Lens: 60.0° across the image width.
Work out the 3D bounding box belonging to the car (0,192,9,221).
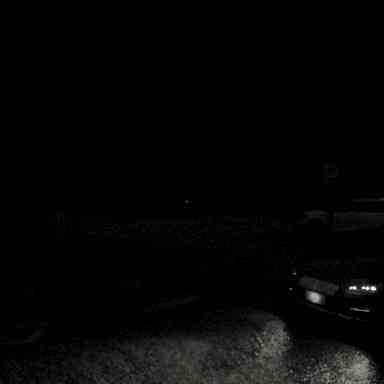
[{"bbox_3d":[-15.901,0.993,22.568,2.435,2.045,5.566,1,0,34],"label":"car"}]

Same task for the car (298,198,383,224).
[{"bbox_3d":[8.150,1.319,16.347,5.566,2.045,2.435,0,-1,35],"label":"car"}]

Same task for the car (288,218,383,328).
[{"bbox_3d":[4.055,1.516,6.937,4.902,1.511,2.128,1,0,-35],"label":"car"}]

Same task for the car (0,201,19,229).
[{"bbox_3d":[-12.381,1.039,17.852,2.435,2.045,5.566,1,-1,34],"label":"car"}]
